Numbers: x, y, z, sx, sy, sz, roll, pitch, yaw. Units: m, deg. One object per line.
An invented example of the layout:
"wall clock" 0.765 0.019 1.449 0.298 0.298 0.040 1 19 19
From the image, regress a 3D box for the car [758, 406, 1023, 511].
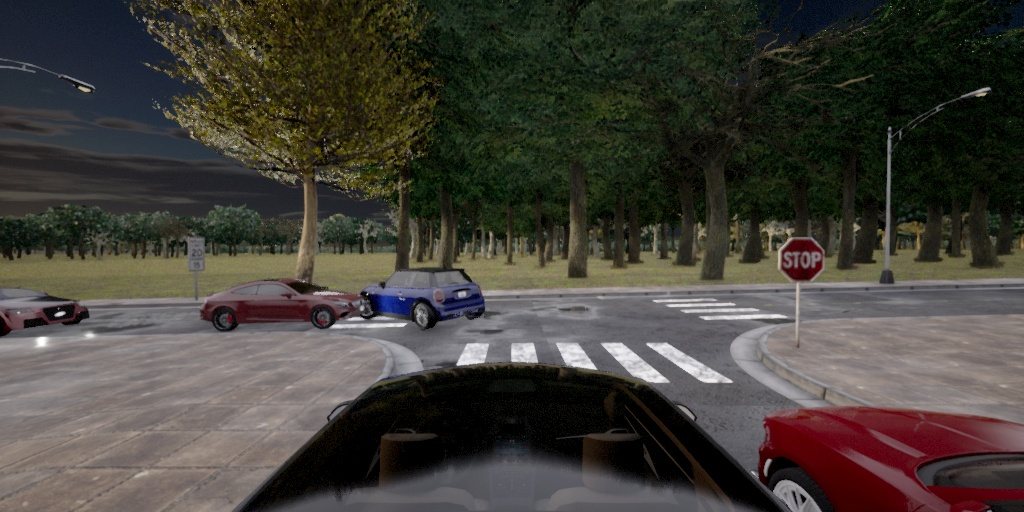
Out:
"car" 2.636 1.296 0.781 1.888 1.381 4.507 0 0 0

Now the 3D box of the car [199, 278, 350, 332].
"car" -7.036 1.426 11.217 4.674 1.442 1.812 -1 1 0

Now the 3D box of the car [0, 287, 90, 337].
"car" -16.147 1.685 11.213 4.181 1.385 1.994 -1 1 0

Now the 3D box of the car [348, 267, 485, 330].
"car" -3.072 1.144 11.593 4.553 1.767 2.097 -1 1 39
